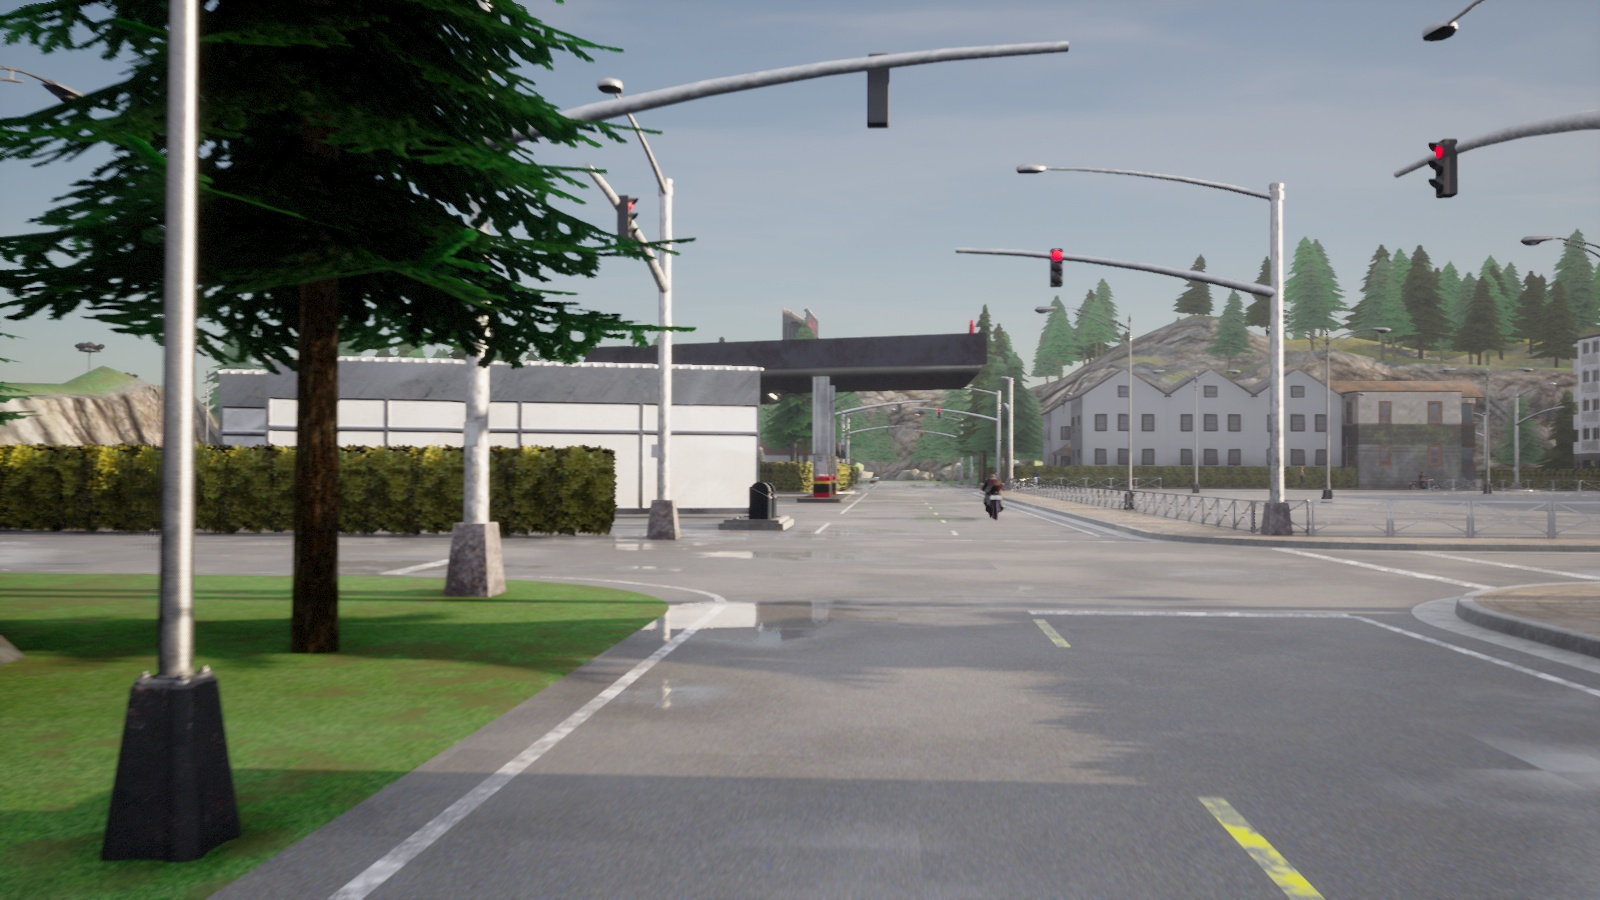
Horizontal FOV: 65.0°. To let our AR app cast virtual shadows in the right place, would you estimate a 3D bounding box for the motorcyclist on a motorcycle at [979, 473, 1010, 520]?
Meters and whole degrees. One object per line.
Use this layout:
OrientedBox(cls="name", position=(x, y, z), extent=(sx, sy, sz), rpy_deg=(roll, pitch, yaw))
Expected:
OrientedBox(cls="motorcyclist on a motorcycle", position=(6.500, 1.532, 42.012), extent=(0.866, 1.530, 2.191), rpy_deg=(0, -1, 4))
